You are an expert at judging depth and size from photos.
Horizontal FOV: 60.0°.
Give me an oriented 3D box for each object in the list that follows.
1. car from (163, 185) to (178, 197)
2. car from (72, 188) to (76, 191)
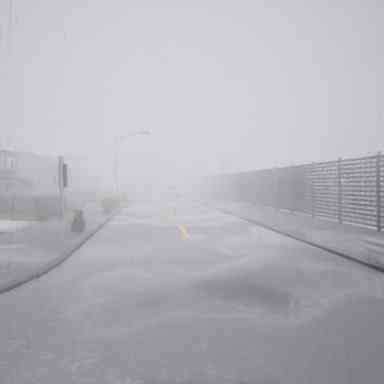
[{"bbox_3d":[-3.640,-0.214,56.726,2.150,2.045,5.566,-1,2,-7],"label":"car"},{"bbox_3d":[-20.775,0.109,54.536,3.633,1.501,1.845,-1,2,-7],"label":"car"}]
